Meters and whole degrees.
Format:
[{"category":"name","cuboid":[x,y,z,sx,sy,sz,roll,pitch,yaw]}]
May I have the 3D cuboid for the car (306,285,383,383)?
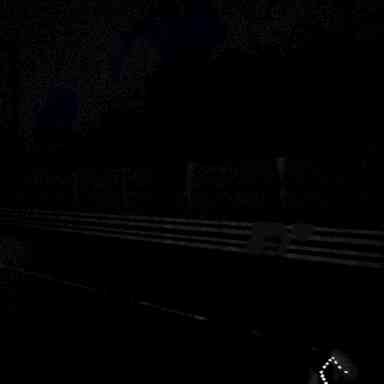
[{"category":"car","cuboid":[3.446,1.224,1.534,5.566,2.045,2.150,0,0,36]}]
